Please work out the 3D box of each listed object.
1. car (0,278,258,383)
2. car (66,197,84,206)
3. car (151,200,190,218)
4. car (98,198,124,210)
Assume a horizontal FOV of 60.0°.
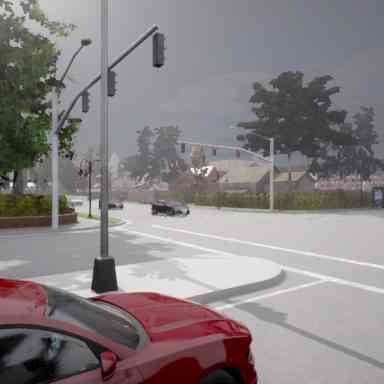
[{"bbox_3d":[-1.653,1.478,2.590,5.008,1.535,1.882,0,0,-35],"label":"car"},{"bbox_3d":[-19.432,1.526,54.932,1.812,1.442,4.674,0,0,-36],"label":"car"},{"bbox_3d":[-2.075,1.491,30.956,2.128,1.511,4.902,0,0,-36],"label":"car"},{"bbox_3d":[-10.368,1.492,42.398,2.128,1.511,4.902,0,0,-36],"label":"car"}]
